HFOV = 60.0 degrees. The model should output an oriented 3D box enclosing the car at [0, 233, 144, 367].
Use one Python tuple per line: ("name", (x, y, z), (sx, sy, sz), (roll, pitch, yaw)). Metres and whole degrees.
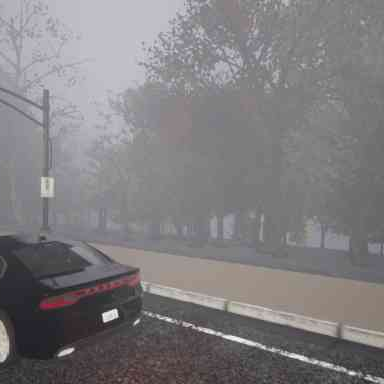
("car", (-3.063, 1.477, 5.864), (5.008, 1.535, 1.882), (0, 0, 37))
